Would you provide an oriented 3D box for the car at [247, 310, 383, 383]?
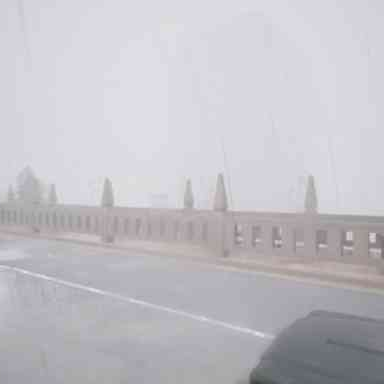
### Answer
[{"bbox_3d":[2.704,1.600,2.064,4.718,1.301,1.895,0,0,35],"label":"car"}]
